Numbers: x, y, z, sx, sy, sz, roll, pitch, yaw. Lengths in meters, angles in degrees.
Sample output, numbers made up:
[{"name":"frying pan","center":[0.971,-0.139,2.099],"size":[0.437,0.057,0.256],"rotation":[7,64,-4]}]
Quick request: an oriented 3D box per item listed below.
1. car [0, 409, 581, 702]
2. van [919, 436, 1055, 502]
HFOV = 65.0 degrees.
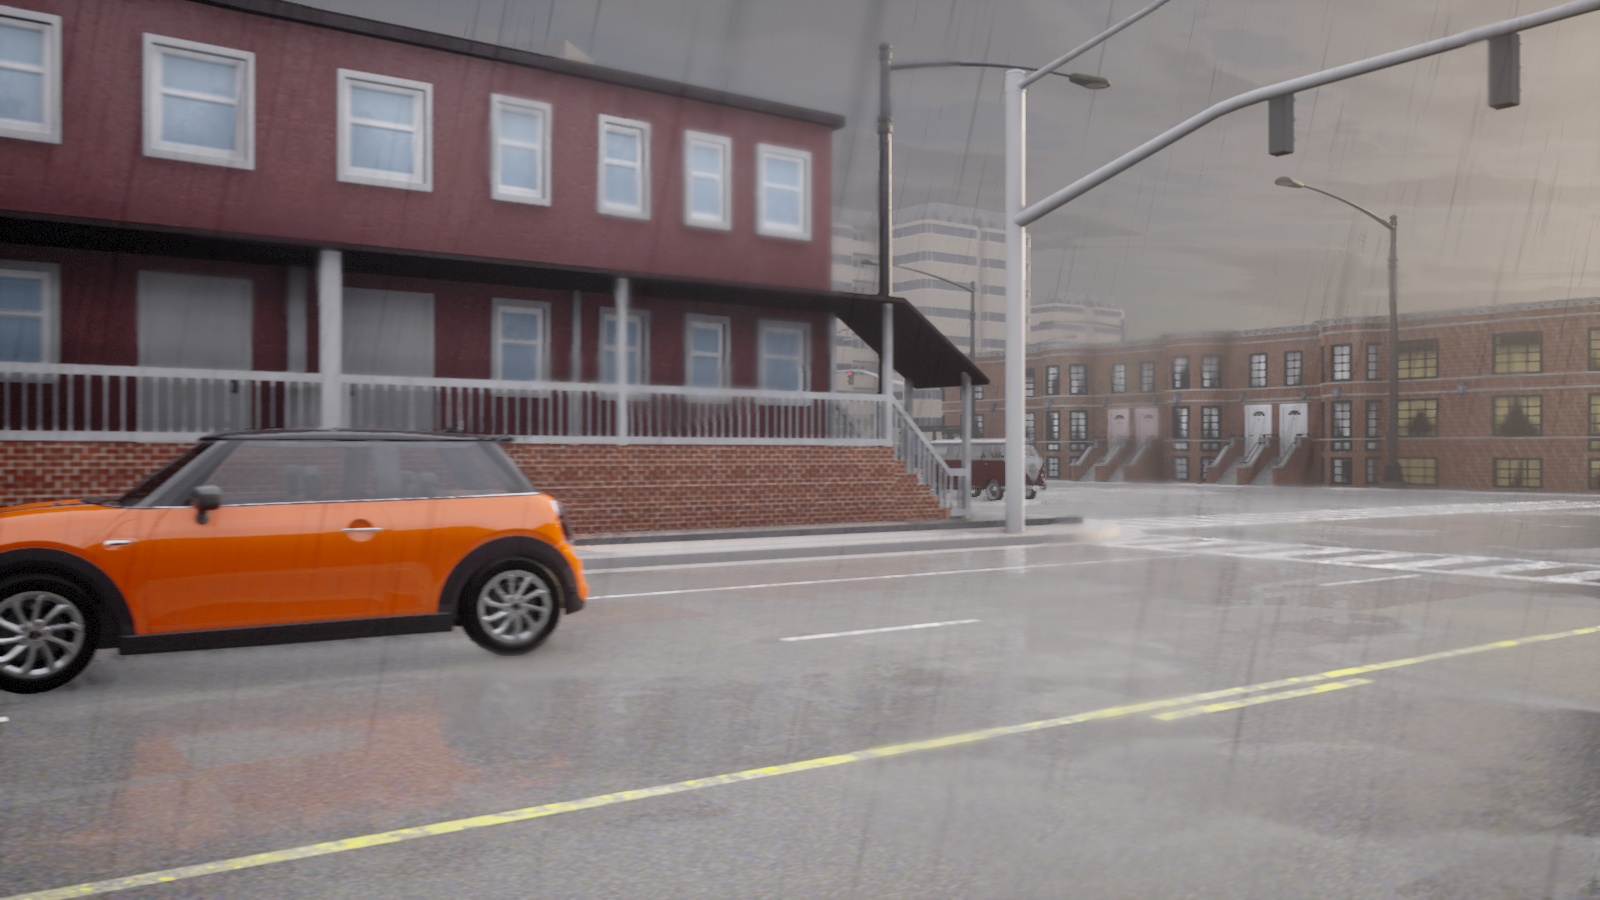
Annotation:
[{"name":"car","center":[-4.137,0.640,9.177],"size":[4.553,1.767,2.097],"rotation":[0,0,-29]},{"name":"van","center":[5.959,0.586,40.591],"size":[1.775,1.987,4.442],"rotation":[0,0,-35]}]
